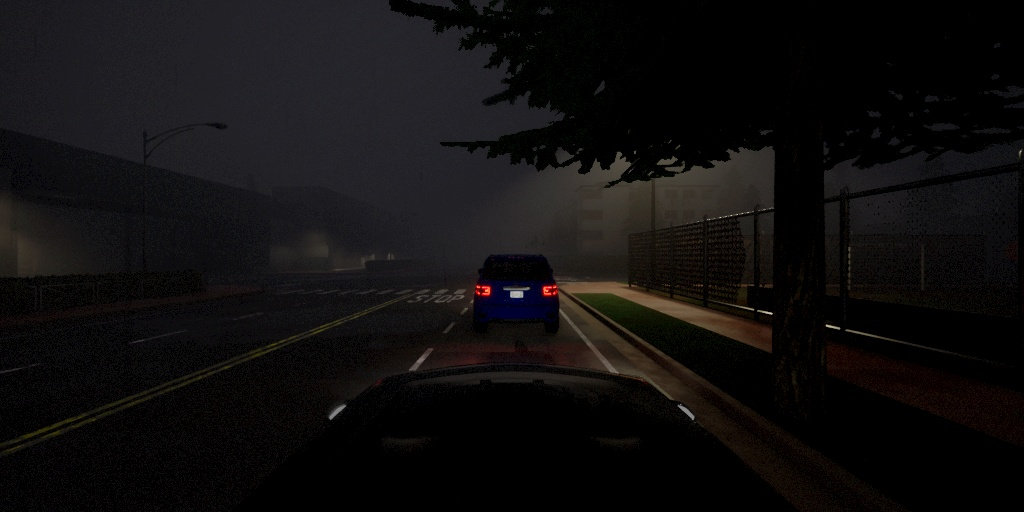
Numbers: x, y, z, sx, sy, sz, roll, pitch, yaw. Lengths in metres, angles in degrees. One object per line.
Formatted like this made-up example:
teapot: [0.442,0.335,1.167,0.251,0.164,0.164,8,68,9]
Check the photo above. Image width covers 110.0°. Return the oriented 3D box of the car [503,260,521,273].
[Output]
car: [0.010,1.242,45.734,2.128,1.511,4.902,0,0,0]

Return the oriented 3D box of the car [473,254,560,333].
car: [0.112,0.972,10.878,2.150,2.045,5.566,0,0,0]
